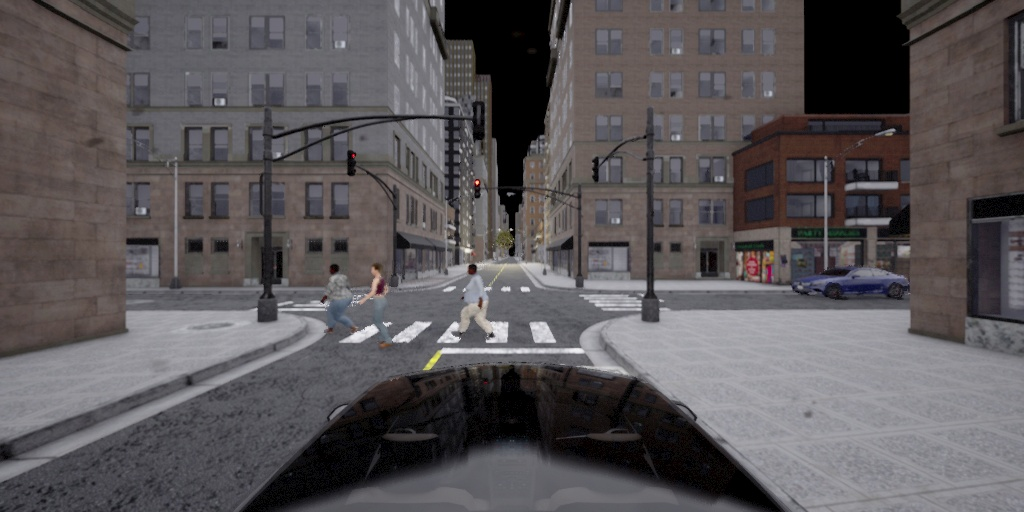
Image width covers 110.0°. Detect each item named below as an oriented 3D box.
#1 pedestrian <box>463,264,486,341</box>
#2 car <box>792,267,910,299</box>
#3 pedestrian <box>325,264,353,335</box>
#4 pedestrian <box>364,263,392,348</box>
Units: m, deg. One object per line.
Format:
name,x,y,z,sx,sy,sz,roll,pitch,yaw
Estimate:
pedestrian,-0.879,1.038,8.375,0.375,1.860,0.375,0,0,0
car,16.096,1.240,17.125,4.674,1.442,1.812,0,0,0
pedestrian,-4.327,1.037,8.979,0.375,1.860,0.375,0,0,0
pedestrian,-2.884,1.038,7.777,0.375,1.860,0.375,0,0,0
